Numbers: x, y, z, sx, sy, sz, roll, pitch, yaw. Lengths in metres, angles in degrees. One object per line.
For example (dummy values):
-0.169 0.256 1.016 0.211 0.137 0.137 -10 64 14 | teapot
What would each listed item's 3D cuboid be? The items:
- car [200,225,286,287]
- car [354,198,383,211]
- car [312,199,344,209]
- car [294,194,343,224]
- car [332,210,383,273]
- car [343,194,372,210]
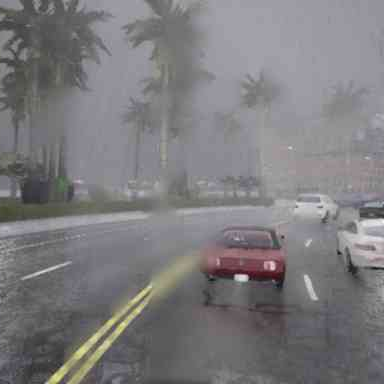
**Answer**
1.647 1.584 9.390 1.895 1.301 4.718 0 0 15 | car
14.294 1.487 25.733 1.882 1.535 5.008 0 0 37 | car
18.461 1.579 45.088 4.718 1.301 1.895 0 0 -39 | car
9.487 1.203 25.175 2.150 2.045 5.566 0 0 35 | car
5.588 1.528 10.209 1.812 1.442 4.674 0 0 18 | car
21.245 1.222 42.852 5.566 2.045 2.150 0 0 -37 | car
